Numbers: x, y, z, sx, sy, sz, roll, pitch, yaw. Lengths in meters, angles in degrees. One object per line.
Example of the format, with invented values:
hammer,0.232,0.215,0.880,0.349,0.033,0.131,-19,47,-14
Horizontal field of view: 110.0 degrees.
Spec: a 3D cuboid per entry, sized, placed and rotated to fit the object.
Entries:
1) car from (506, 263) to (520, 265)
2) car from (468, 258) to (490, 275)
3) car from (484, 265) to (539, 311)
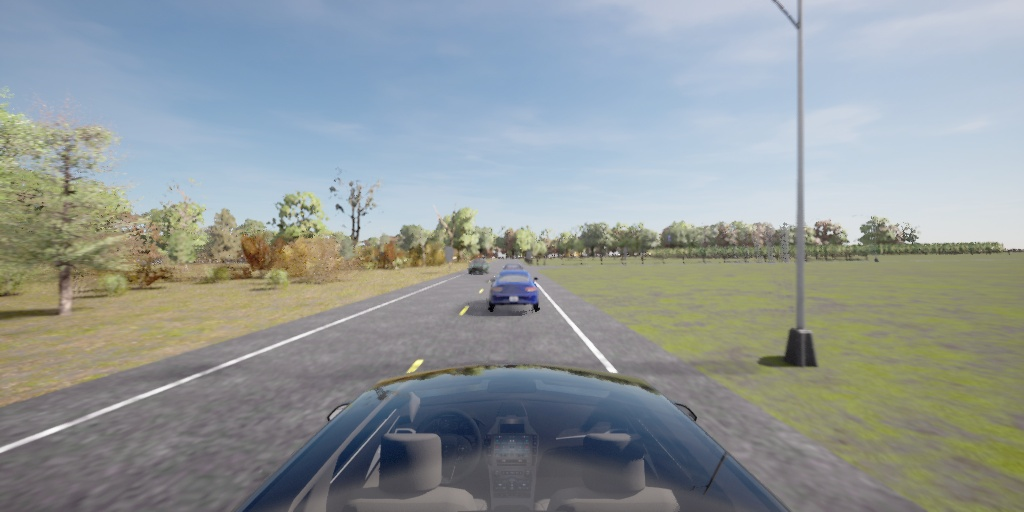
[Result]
car,0.085,1.293,29.325,1.994,1.385,4.181,0,0,0
car,-3.554,1.071,39.100,2.097,1.767,4.553,0,0,0
car,0.080,1.267,14.352,1.812,1.442,4.674,0,0,0
